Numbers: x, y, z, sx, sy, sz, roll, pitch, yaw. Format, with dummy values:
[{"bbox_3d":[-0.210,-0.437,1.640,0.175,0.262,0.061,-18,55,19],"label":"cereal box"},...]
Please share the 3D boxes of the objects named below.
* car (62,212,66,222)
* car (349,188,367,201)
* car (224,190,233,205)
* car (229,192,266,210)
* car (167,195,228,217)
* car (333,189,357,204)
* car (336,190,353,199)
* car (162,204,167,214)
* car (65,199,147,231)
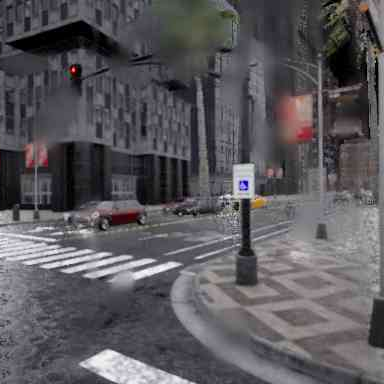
[{"bbox_3d":[-6.612,1.385,23.215,2.128,1.511,4.902,-1,1,36],"label":"car"},{"bbox_3d":[25.463,0.332,51.464,2.150,2.045,5.566,-1,1,36],"label":"car"},{"bbox_3d":[5.281,0.760,40.076,2.150,2.045,5.566,-1,1,35],"label":"car"},{"bbox_3d":[6.307,1.034,35.901,1.882,1.535,5.008,-1,1,35],"label":"car"},{"bbox_3d":[0.619,1.272,27.849,2.033,1.411,5.357,-1,1,35],"label":"car"},{"bbox_3d":[19.622,0.776,43.169,1.837,1.490,4.892,-1,1,35],"label":"car"},{"bbox_3d":[27.534,0.489,60.026,1.882,1.535,5.008,-1,1,35],"label":"car"},{"bbox_3d":[-0.824,1.244,31.429,1.812,1.442,4.674,-1,1,35],"label":"car"},{"bbox_3d":[-4.842,1.242,20.106,2.097,1.767,4.553,-1,1,35],"label":"car"}]
